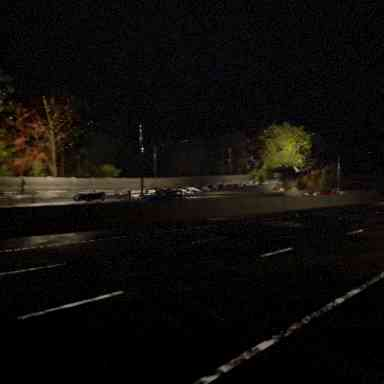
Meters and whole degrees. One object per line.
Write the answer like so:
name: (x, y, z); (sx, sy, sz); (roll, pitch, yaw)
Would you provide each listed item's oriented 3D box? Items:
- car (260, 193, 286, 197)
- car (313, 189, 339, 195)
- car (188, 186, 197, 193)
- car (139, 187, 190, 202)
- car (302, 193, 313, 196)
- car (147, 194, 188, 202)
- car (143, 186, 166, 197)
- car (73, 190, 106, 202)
car: (12.201, 0.922, 47.654); (4.674, 1.442, 1.812); (0, 1, -44)
car: (24.459, 0.458, 59.612); (5.566, 2.045, 2.150); (-1, 1, -44)
car: (-0.391, -0.505, 72.589); (2.033, 1.411, 5.357); (0, 3, 25)
car: (-3.284, 0.745, 37.388); (5.566, 2.045, 2.150); (1, 0, -44)
car: (22.653, 0.805, 62.742); (4.718, 1.301, 1.895); (-1, 1, -44)
car: (-1.816, 1.190, 33.933); (4.718, 1.301, 1.895); (-1, 1, -44)
car: (-6.577, -0.070, 58.712); (2.097, 1.767, 4.553); (0, 2, 23)
car: (-13.095, 0.485, 42.774); (2.128, 1.511, 4.902); (0, 1, 23)
